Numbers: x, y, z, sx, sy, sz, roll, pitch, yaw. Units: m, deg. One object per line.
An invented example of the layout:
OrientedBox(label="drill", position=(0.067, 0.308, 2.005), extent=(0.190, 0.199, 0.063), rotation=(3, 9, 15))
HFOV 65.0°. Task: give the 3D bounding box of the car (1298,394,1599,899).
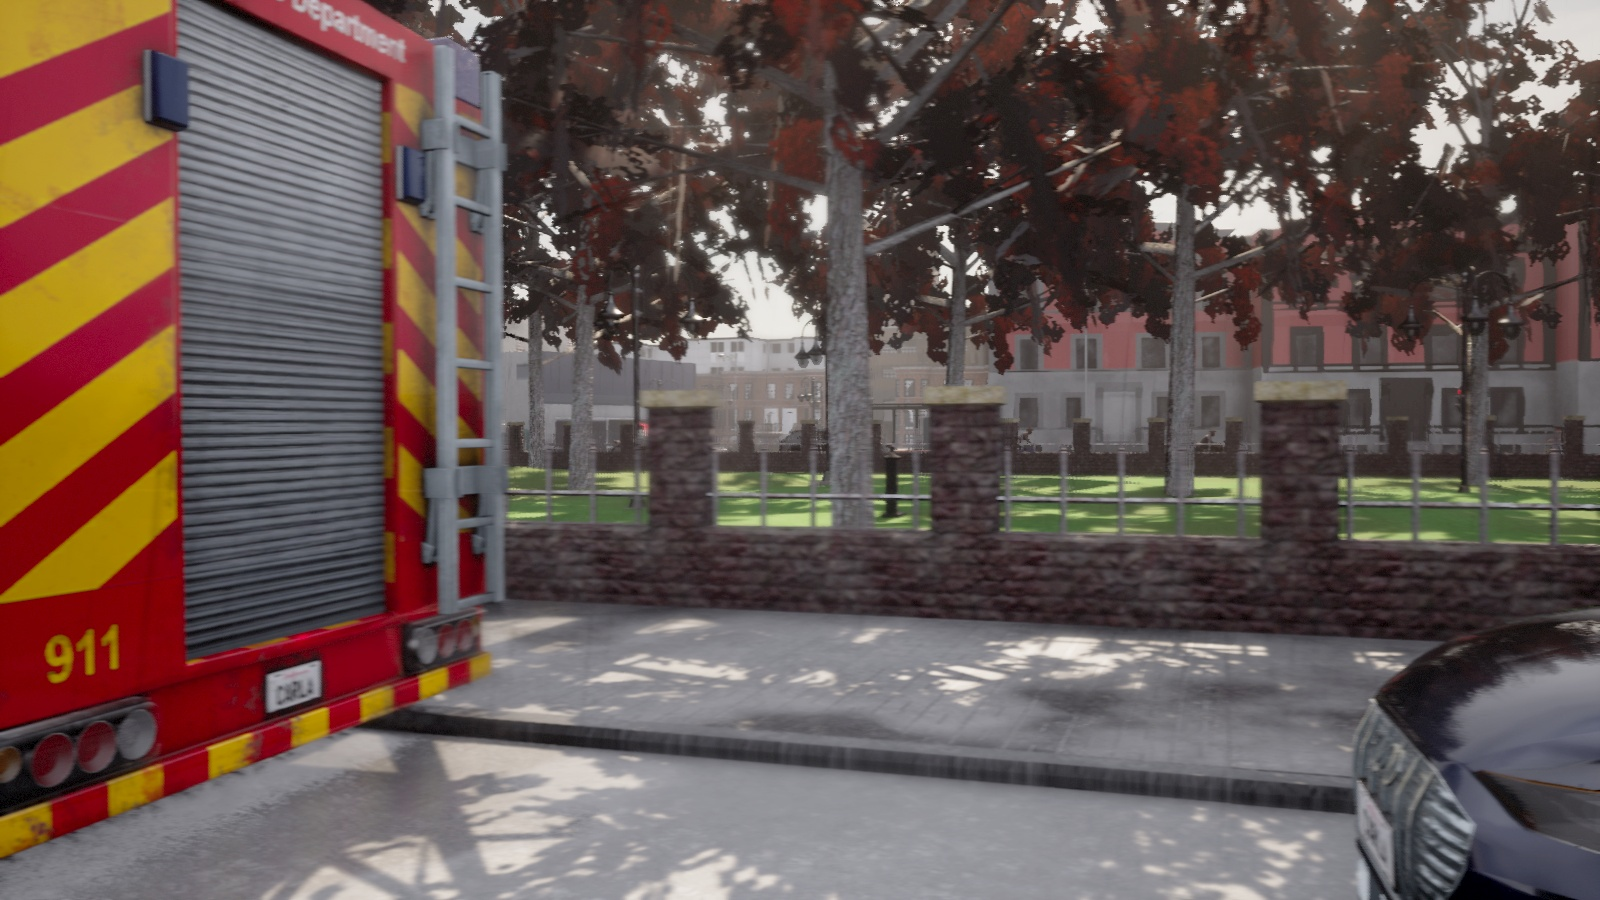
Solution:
OrientedBox(label="car", position=(3.772, 0.729, 2.614), extent=(4.856, 1.649, 2.033), rotation=(0, 1, 15))

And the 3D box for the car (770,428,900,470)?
OrientedBox(label="car", position=(1.433, -0.055, 51.026), extent=(4.856, 1.649, 2.033), rotation=(1, 1, 19))

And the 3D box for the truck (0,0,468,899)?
OrientedBox(label="truck", position=(-6.090, -0.455, 5.865), extent=(8.468, 3.827, 2.891), rotation=(0, 1, 15))
